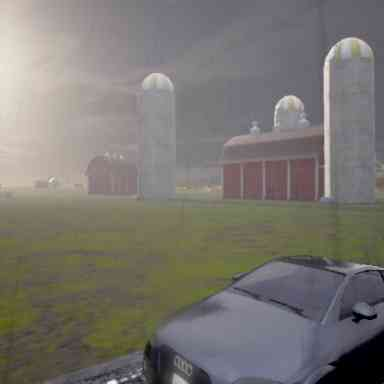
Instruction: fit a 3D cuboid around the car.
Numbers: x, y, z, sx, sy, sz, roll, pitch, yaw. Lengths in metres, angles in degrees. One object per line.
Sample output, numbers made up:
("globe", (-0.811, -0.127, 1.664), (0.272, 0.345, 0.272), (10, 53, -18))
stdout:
("car", (1.506, 1.565, 4.206), (4.181, 1.385, 1.994), (0, 0, -36))
